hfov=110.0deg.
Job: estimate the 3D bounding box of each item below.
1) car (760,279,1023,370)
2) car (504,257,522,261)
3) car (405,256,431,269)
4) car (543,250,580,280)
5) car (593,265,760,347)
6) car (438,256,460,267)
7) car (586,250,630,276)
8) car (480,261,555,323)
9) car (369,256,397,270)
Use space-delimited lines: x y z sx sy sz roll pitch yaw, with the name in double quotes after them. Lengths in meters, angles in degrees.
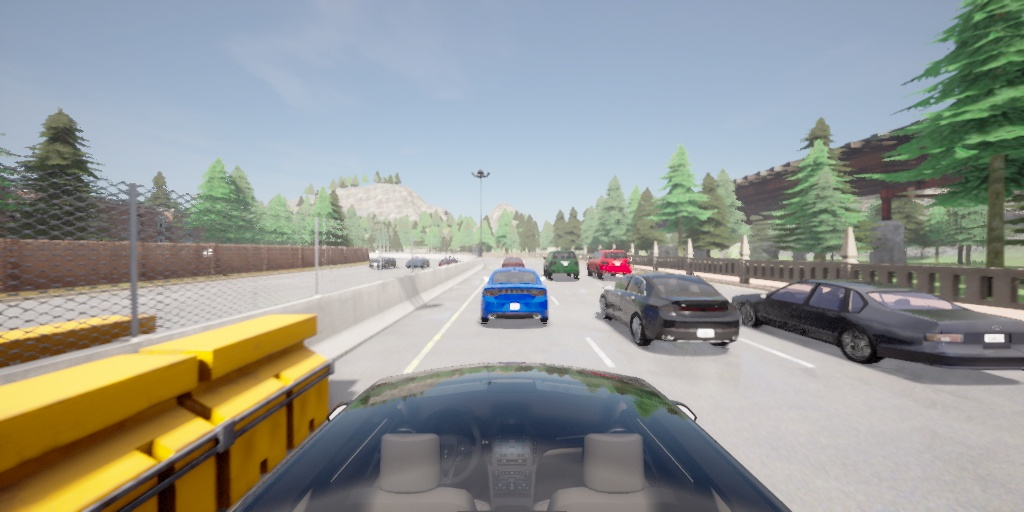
7.063 1.211 7.751 2.033 1.411 5.357 0 1 0 "car"
0.085 0.833 29.206 1.882 1.535 5.008 0 1 0 "car"
-10.667 0.731 41.200 2.033 1.411 5.357 0 1 -1 "car"
3.583 0.612 26.700 2.150 2.045 5.566 0 1 0 "car"
3.570 1.149 9.003 1.837 1.490 4.892 0 1 0 "car"
-7.218 0.745 41.395 1.994 1.385 4.181 0 1 -1 "car"
7.084 0.612 26.708 2.150 2.045 5.566 0 1 0 "car"
0.079 1.086 11.546 1.882 1.535 5.008 0 1 0 "car"
-14.170 0.699 39.607 2.128 1.511 4.902 0 1 -1 "car"
